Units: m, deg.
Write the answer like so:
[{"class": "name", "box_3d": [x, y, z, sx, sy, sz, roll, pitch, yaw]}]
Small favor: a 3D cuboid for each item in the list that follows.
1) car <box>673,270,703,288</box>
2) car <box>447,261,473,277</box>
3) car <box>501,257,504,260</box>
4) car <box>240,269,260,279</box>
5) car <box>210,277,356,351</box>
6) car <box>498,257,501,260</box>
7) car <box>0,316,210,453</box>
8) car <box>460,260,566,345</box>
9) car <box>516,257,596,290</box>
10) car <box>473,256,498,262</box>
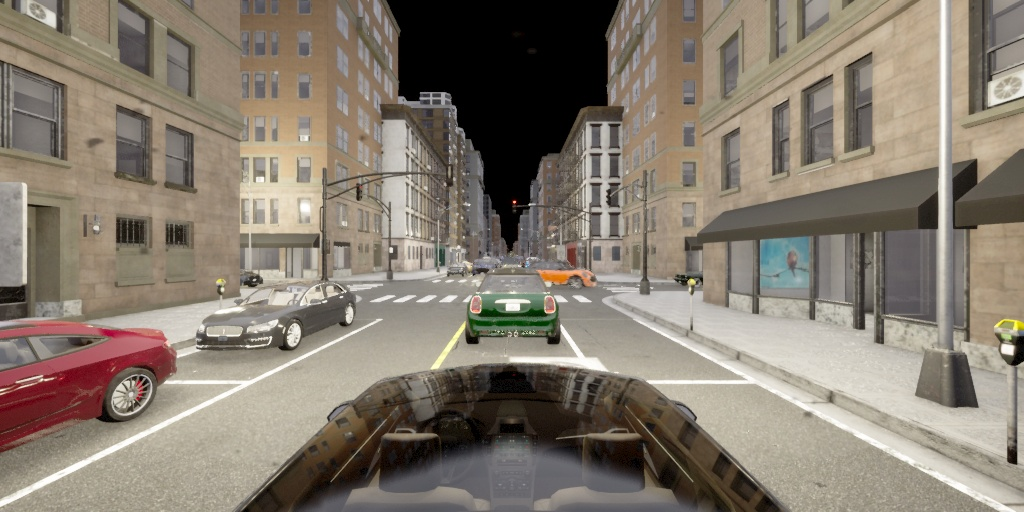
[{"class": "car", "box_3d": [13.495, 1.431, 24.097, 4.718, 1.301, 1.895, 0, 0, 0]}, {"class": "car", "box_3d": [-5.394, 1.296, 35.736, 2.007, 1.370, 4.403, 0, 0, 0]}, {"class": "car", "box_3d": [-2.822, 1.267, 63.166, 1.812, 1.442, 4.674, 0, 0, 0]}, {"class": "car", "box_3d": [-17.145, 1.223, 21.094, 4.181, 1.385, 1.994, 0, 0, 0]}, {"class": "car", "box_3d": [-5.389, 1.300, 8.860, 2.007, 1.370, 4.403, 0, 0, 0]}, {"class": "car", "box_3d": [-2.843, 1.247, 50.426, 1.837, 1.490, 4.892, 0, 0, 0]}, {"class": "car", "box_3d": [-5.389, 1.332, 3.179, 1.802, 1.307, 4.207, 0, 0, 0]}, {"class": "car", "box_3d": [0.040, 1.102, 9.703, 2.097, 1.767, 4.553, 0, 0, 1]}, {"class": "car", "box_3d": [2.953, 1.120, 22.651, 4.553, 1.767, 2.097, 0, 0, 27]}, {"class": "car", "box_3d": [-2.839, 1.098, 36.204, 2.097, 1.767, 4.553, 0, 0, 0]}]
